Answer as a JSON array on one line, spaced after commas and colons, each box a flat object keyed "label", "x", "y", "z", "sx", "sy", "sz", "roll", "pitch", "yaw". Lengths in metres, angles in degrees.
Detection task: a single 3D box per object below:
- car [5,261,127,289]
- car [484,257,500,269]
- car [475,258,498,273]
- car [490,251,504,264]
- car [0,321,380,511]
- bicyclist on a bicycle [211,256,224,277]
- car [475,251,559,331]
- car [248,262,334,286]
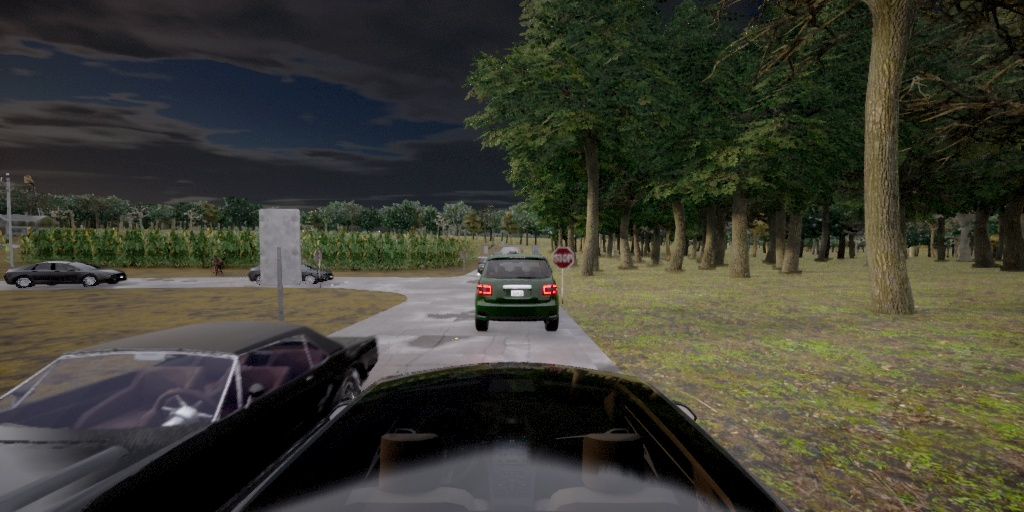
[{"label": "car", "x": -26.344, "y": 1.071, "z": 21.364, "sx": 4.892, "sy": 1.490, "sz": 1.837, "roll": 0, "pitch": 2, "yaw": -17}, {"label": "car", "x": -2.716, "y": 0.873, "z": 49.407, "sx": 1.812, "sy": 1.442, "sz": 4.674, "roll": 0, "pitch": 2, "yaw": 0}, {"label": "car", "x": -2.746, "y": 1.013, "z": 39.979, "sx": 2.128, "sy": 1.511, "sz": 4.902, "roll": 0, "pitch": 1, "yaw": 0}, {"label": "car", "x": -2.654, "y": 0.237, "z": 63.467, "sx": 2.150, "sy": 2.045, "sz": 5.566, "roll": 0, "pitch": 1, "yaw": 0}, {"label": "car", "x": -2.849, "y": 1.350, "z": 2.954, "sx": 1.895, "sy": 1.301, "sz": 4.718, "roll": 0, "pitch": 0, "yaw": 0}, {"label": "bicyclist on a bicycle", "x": -23.379, "y": 0.821, "z": 28.448, "sx": 0.582, "sy": 1.620, "sz": 1.656, "roll": 0, "pitch": 1, "yaw": -11}, {"label": "car", "x": 0.125, "y": 0.960, "z": 11.066, "sx": 2.150, "sy": 2.045, "sz": 5.566, "roll": 0, "pitch": 0, "yaw": 0}, {"label": "car", "x": -14.299, "y": 1.102, "z": 23.352, "sx": 4.892, "sy": 1.490, "sz": 1.837, "roll": 0, "pitch": 2, "yaw": -6}]
